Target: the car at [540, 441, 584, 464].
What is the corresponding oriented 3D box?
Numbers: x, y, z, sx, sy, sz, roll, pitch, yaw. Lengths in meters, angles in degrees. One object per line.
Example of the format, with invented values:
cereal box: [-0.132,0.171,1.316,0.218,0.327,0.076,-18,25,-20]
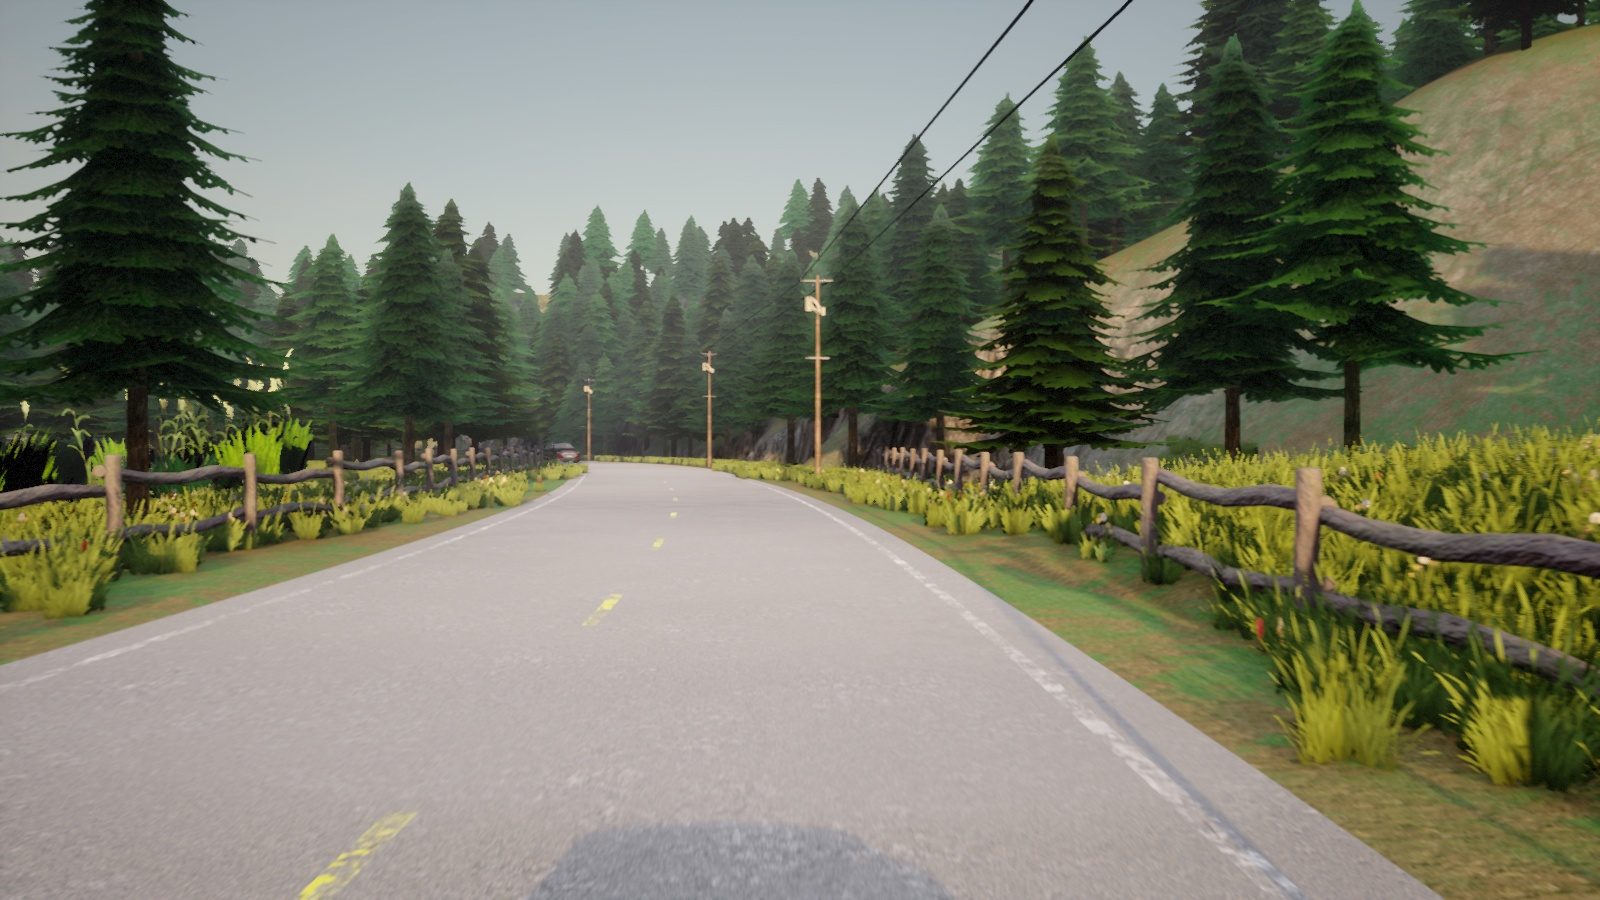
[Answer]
car: [-17.580,0.143,92.636,2.033,1.649,4.856,0,0,-26]
